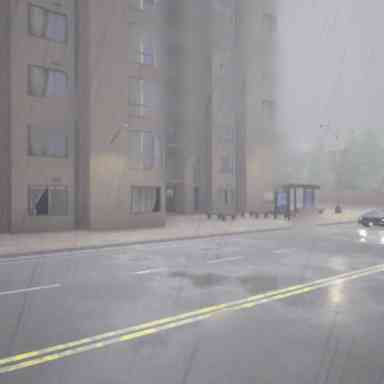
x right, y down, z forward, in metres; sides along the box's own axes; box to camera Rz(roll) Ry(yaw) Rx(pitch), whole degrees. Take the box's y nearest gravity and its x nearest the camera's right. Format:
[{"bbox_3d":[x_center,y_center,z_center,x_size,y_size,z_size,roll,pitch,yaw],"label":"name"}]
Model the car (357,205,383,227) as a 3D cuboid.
[{"bbox_3d":[12.754,1.510,21.121,5.357,1.411,2.033,0,0,-34],"label":"car"}]
